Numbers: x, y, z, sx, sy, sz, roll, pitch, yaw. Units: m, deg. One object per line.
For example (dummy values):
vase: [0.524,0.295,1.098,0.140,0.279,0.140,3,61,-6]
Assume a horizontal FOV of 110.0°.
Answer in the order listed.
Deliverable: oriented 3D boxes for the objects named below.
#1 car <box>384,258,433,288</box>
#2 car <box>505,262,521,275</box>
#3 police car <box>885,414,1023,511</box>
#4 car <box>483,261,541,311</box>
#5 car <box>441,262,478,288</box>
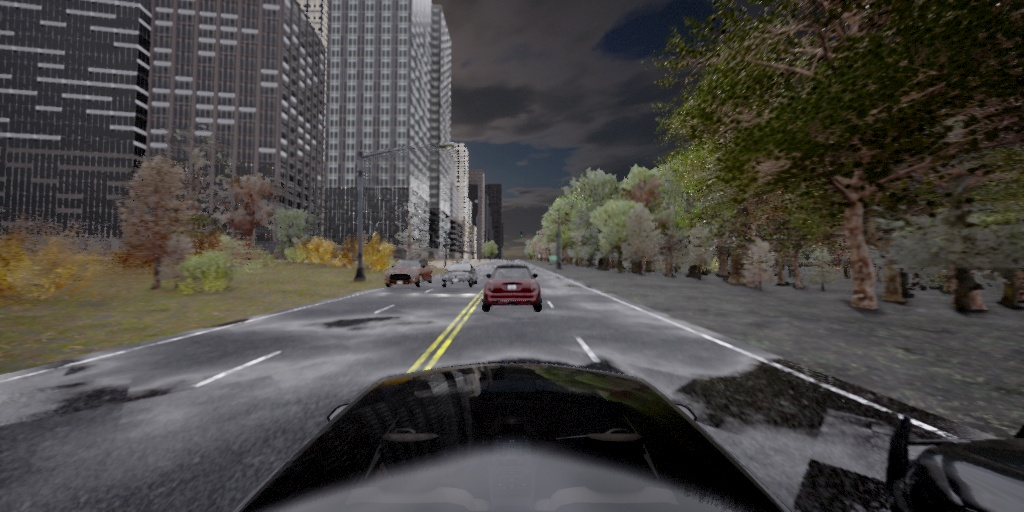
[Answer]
car: [-6.496,0.960,22.998,2.097,1.767,4.553,0,0,0]
car: [0.107,1.470,43.265,1.895,1.301,4.718,0,0,0]
police car: [3.246,1.248,0.167,2.038,1.542,4.974,0,-1,0]
car: [0.003,1.134,14.748,2.097,1.767,4.553,0,0,0]
car: [-3.246,1.133,22.966,1.812,1.442,4.674,0,0,0]
